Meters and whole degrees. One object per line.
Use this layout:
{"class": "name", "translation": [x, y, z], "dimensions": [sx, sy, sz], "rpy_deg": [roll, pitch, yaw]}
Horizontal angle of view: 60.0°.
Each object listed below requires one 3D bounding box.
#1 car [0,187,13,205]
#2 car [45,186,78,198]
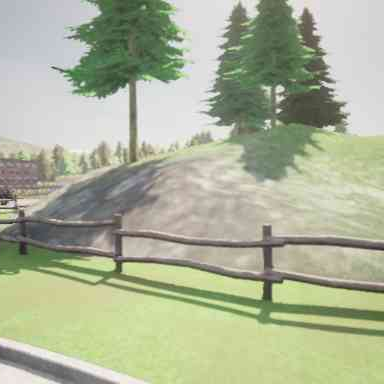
{"class": "car", "translation": [-22.649, 0.492, 36.794], "dimensions": [2.150, 2.045, 5.566], "rpy_deg": [0, 2, 18]}
{"class": "car", "translation": [-23.015, -0.020, 58.007], "dimensions": [2.150, 2.045, 5.566], "rpy_deg": [0, 2, 18]}
